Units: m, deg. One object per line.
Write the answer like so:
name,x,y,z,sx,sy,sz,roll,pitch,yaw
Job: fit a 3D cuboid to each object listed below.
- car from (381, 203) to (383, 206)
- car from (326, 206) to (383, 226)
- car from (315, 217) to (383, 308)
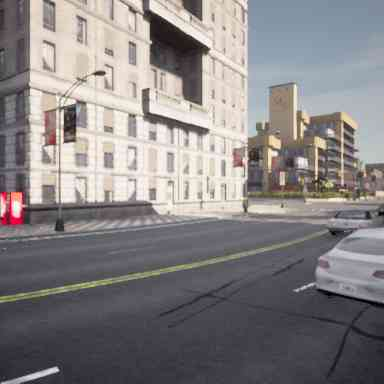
car,18.086,1.578,29.941,1.895,1.301,4.718,0,0,37
car,8.691,1.586,17.472,1.895,1.301,4.718,0,0,38
car,4.448,1.520,7.418,4.674,1.442,1.812,0,0,-43
